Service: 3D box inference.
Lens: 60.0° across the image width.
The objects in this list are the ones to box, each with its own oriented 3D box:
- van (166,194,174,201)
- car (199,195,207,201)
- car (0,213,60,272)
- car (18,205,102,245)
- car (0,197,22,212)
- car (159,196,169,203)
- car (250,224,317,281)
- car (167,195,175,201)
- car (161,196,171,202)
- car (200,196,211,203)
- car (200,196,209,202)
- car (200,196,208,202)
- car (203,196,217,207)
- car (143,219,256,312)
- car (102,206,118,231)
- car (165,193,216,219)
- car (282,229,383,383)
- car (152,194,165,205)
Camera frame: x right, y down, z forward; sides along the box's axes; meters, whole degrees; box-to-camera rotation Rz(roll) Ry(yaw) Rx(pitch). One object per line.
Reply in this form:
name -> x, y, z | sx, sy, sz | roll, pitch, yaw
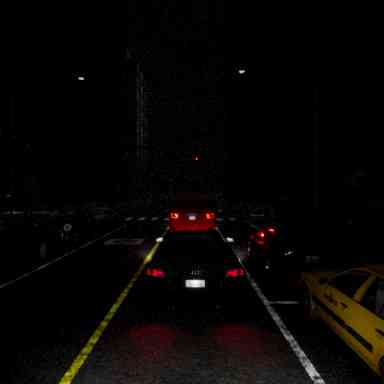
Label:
van -> -5.698, 1.379, 85.190 | 1.690, 1.788, 3.998 | 0, 0, 0
car -> 2.828, 1.563, 85.353 | 1.752, 1.417, 4.829 | 0, 0, 0
car -> -5.756, 1.546, 9.680 | 1.887, 1.381, 4.507 | 0, 0, 0
car -> -5.752, 1.442, 15.137 | 1.967, 1.590, 4.097 | 0, 0, 0
car -> -19.040, 1.138, 32.060 | 5.008, 1.535, 1.882 | 1, 0, 1
car -> -5.710, 1.608, 68.877 | 1.802, 1.307, 4.206 | 0, 0, 0
car -> 2.769, 1.567, 9.675 | 1.947, 1.339, 4.313 | 0, 0, 0
car -> -5.693, 1.593, 90.627 | 2.008, 1.369, 4.403 | 0, 0, 0
car -> -5.706, 1.555, 74.145 | 1.752, 1.417, 4.829 | 0, 0, 0
car -> 2.815, 1.577, 68.870 | 2.008, 1.369, 4.403 | 0, 0, 0
car -> 2.819, 1.574, 74.308 | 1.887, 1.381, 4.507 | 0, 0, 0
car -> 2.823, 1.579, 79.746 | 1.887, 1.381, 4.507 | 0, 0, 0
car -> 2.802, 1.456, 52.558 | 1.967, 1.590, 4.097 | 0, 0, 0
car -> 0.065, 1.565, 7.805 | 1.994, 1.385, 4.181 | 0, 0, 0
car -> -5.748, 1.529, 20.424 | 1.752, 1.417, 4.829 | 0, 0, 0
car -> 0.017, 1.224, 17.226 | 2.150, 2.045, 5.566 | 0, 0, 0
car -> 2.765, 1.526, 4.389 | 1.752, 1.417, 4.829 | 0, 0, 0
car -> -5.719, 1.334, 58.002 | 2.192, 1.841, 5.009 | 0, 0, 0
